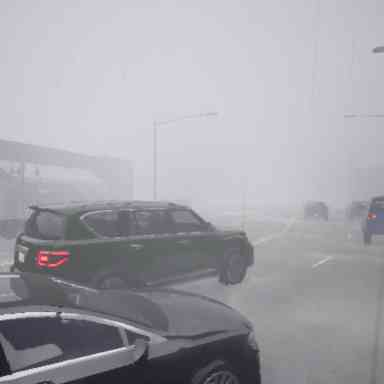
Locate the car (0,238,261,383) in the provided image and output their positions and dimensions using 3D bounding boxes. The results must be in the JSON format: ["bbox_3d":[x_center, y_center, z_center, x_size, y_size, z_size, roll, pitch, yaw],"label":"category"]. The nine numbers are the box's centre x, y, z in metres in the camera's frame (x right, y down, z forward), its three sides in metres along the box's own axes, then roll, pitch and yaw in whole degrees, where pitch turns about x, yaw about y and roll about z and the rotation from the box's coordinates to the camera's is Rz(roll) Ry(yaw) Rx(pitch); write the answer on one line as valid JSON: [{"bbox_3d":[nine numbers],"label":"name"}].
[{"bbox_3d":[-1.513,1.491,2.787,4.902,1.511,2.128,0,0,-36],"label":"car"}]

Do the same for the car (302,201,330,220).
[{"bbox_3d":[10.439,1.505,28.042,1.837,1.490,4.892,0,0,20],"label":"car"}]

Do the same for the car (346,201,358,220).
[{"bbox_3d":[14.113,1.478,27.899,1.882,1.535,5.008,0,0,20],"label":"car"}]

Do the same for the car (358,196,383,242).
[{"bbox_3d":[9.369,1.218,15.924,2.150,2.045,5.566,0,0,26],"label":"car"}]

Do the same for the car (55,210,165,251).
[{"bbox_3d":[-3.528,1.601,15.159,1.895,1.301,4.718,0,0,39],"label":"car"}]

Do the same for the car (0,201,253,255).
[{"bbox_3d":[-0.947,1.220,7.510,5.566,2.045,2.150,0,0,-43],"label":"car"}]

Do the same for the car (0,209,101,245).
[{"bbox_3d":[-7.119,1.601,16.547,1.895,1.301,4.718,0,0,42],"label":"car"}]
